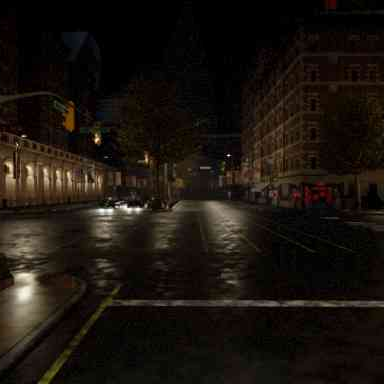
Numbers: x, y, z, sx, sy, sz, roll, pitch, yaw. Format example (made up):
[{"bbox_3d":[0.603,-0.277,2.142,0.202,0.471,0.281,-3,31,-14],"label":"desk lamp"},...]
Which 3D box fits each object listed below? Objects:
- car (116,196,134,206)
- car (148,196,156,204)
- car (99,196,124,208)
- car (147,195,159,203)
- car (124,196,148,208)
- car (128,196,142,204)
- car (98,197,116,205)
[{"bbox_3d":[-11.465,1.491,57.242,2.128,1.511,4.902,0,0,0],"label":"car"},{"bbox_3d":[-7.964,1.505,57.805,1.837,1.490,4.892,0,0,0],"label":"car"},{"bbox_3d":[-11.491,1.491,47.250,2.128,1.511,4.902,0,0,0],"label":"car"},{"bbox_3d":[-7.958,1.477,68.146,1.882,1.535,5.008,0,0,0],"label":"car"},{"bbox_3d":[-7.990,1.564,47.620,1.994,1.385,4.181,0,0,1],"label":"car"},{"bbox_3d":[-11.458,1.491,67.318,2.128,1.511,4.902,0,0,0],"label":"car"},{"bbox_3d":[-14.714,1.595,57.804,1.895,1.301,4.718,0,0,0],"label":"car"}]
